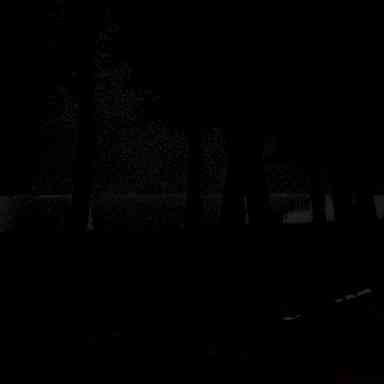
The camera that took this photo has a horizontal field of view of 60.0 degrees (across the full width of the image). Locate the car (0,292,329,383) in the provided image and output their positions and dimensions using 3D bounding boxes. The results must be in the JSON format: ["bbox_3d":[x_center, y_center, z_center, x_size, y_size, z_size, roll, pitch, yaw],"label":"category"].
[{"bbox_3d":[-1.350,1.547,2.103,5.357,1.411,2.033,0,0,-35],"label":"car"}]
